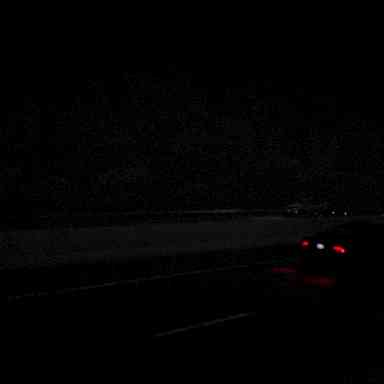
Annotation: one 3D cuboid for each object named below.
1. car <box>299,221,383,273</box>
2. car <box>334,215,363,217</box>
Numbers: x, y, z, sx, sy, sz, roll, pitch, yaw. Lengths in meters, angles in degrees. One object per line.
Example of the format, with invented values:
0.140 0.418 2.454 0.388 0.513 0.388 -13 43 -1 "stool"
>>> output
6.086 1.718 11.287 5.357 1.411 2.033 0 -1 -29 "car"
15.710 2.077 31.919 4.718 1.301 1.895 0 -1 -24 "car"
